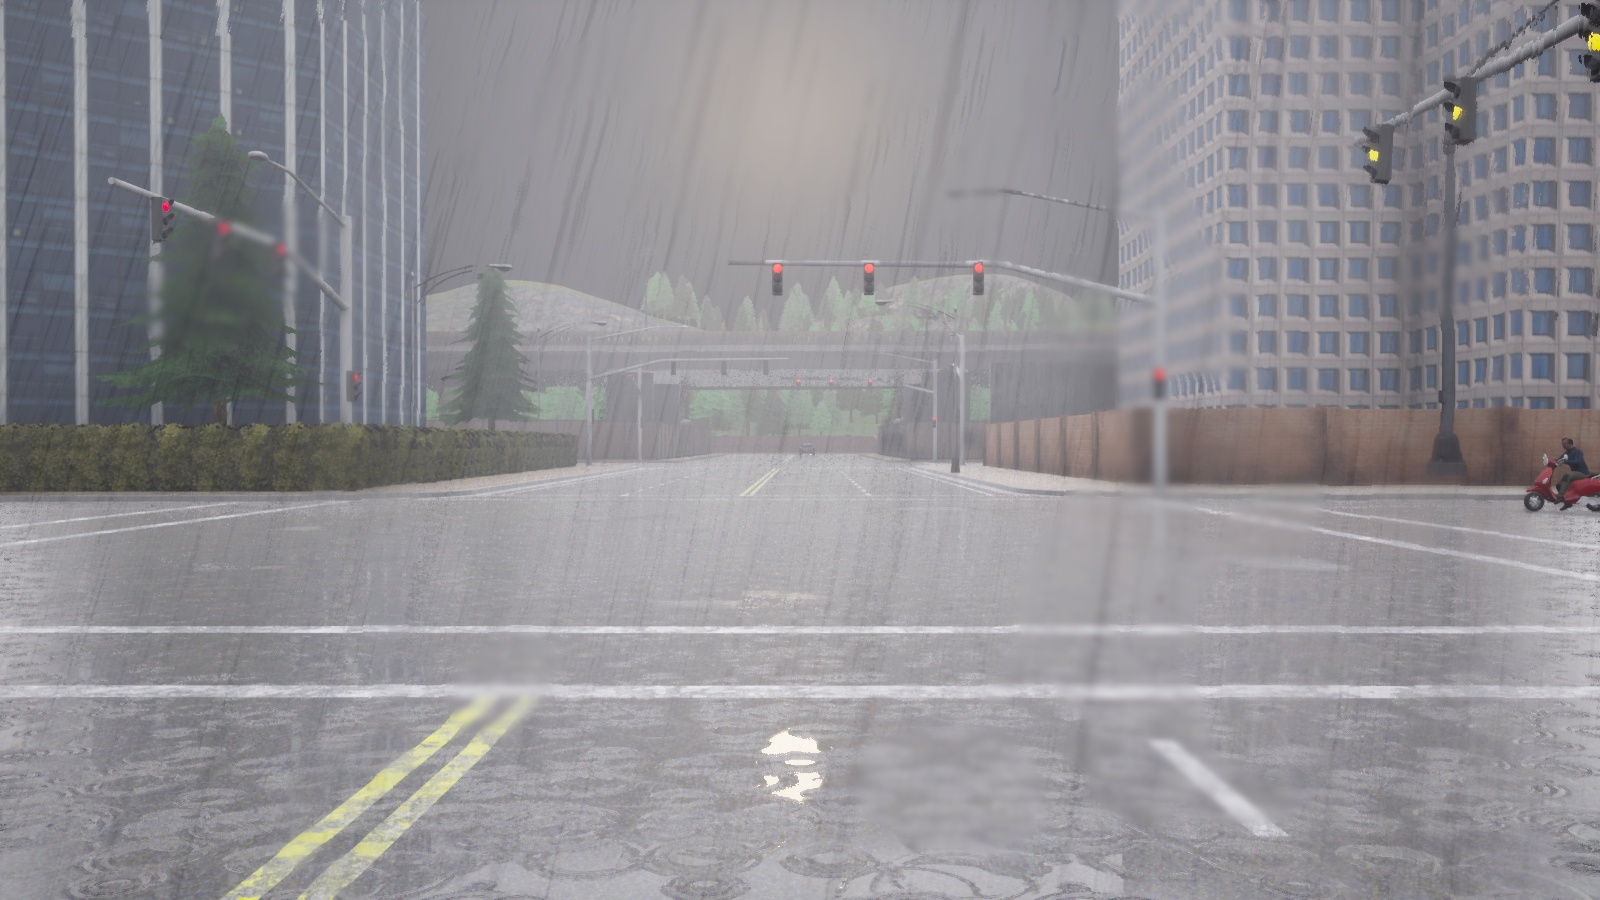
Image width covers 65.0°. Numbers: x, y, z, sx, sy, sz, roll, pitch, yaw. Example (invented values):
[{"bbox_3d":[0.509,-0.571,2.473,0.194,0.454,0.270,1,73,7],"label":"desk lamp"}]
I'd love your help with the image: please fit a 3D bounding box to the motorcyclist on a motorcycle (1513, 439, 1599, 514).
[{"bbox_3d":[16.569,0.560,27.136,1.817,1.590,0.866,0,0,1],"label":"motorcyclist on a motorcycle"}]
